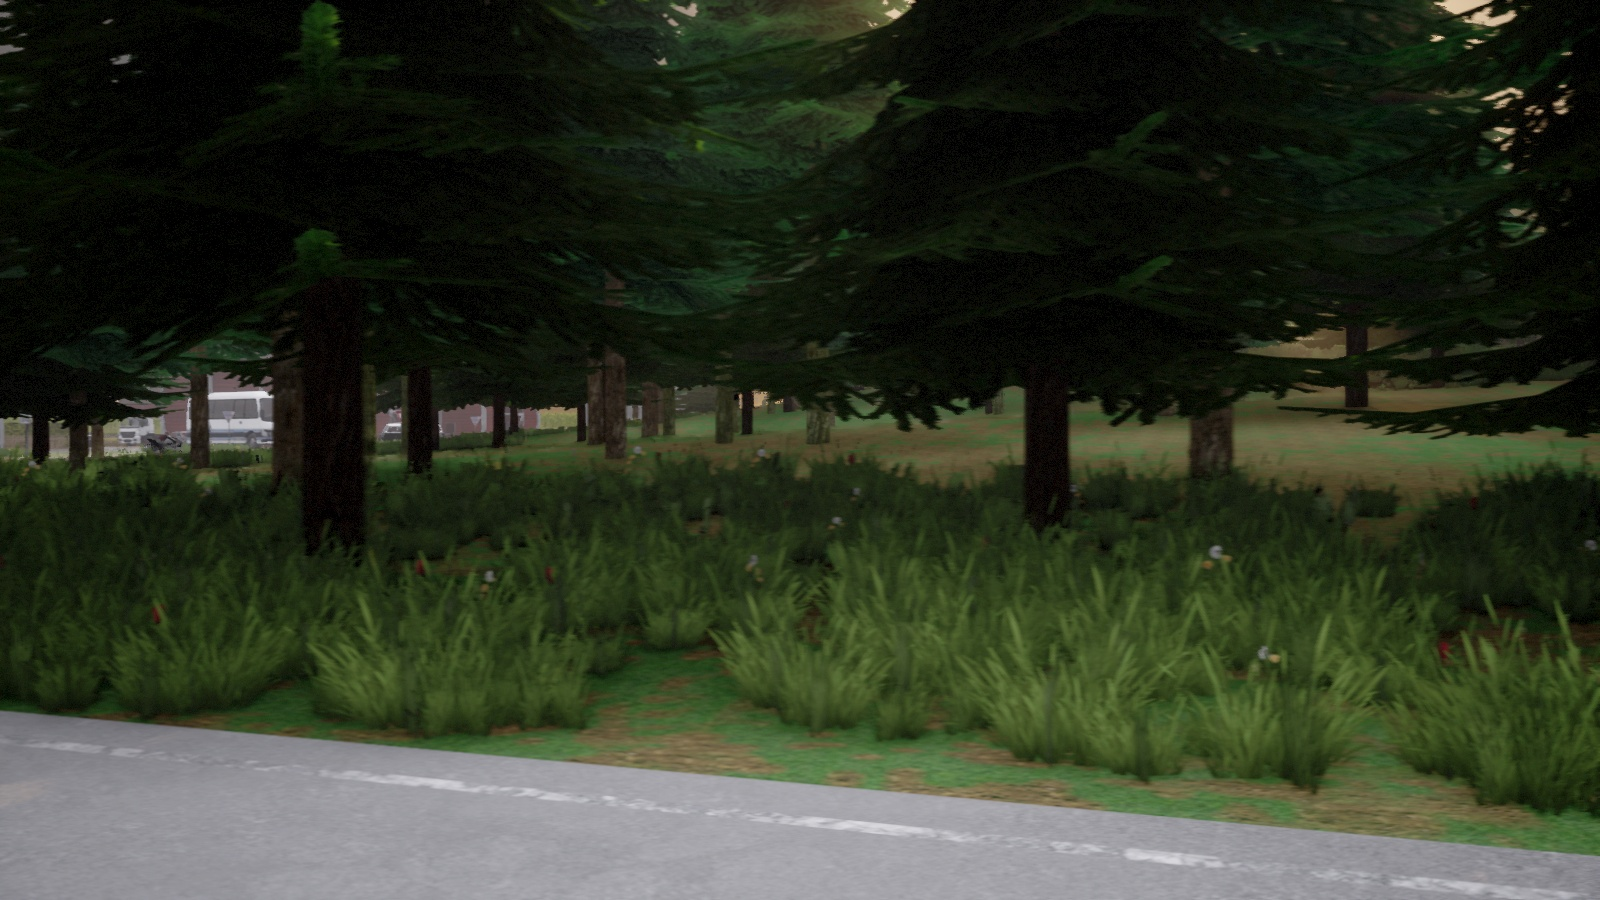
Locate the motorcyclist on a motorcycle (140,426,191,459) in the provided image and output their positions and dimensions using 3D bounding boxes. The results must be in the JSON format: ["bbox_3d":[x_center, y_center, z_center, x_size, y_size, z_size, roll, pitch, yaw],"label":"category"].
[{"bbox_3d":[-30.414,-0.358,60.250,0.866,1.530,2.191,1,1,19],"label":"motorcyclist on a motorcycle"}]

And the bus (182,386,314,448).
[{"bbox_3d":[-39.906,-2.366,90.628,10.273,4.253,3.944,1,1,35],"label":"bus"}]

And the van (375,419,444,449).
[{"bbox_3d":[-27.939,-1.160,89.863,4.480,2.038,2.069,1,2,-23],"label":"van"}]
